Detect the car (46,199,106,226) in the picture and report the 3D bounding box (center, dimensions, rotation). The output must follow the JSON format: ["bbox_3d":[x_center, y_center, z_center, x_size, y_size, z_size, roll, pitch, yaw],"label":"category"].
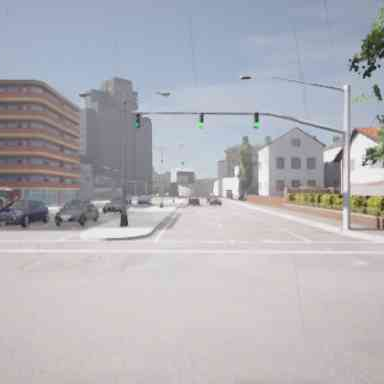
[{"bbox_3d":[-7.963,1.469,23.415,2.128,1.511,4.902,0,0,0],"label":"car"}]

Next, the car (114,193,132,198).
[{"bbox_3d":[-11.222,1.173,54.069,2.150,2.045,5.566,0,0,1],"label":"car"}]

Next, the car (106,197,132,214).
[{"bbox_3d":[-7.898,1.530,34.556,1.994,1.385,4.181,0,0,0],"label":"car"}]

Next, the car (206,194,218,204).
[{"bbox_3d":[3.864,1.292,64.413,2.097,1.767,4.553,0,0,0],"label":"car"}]

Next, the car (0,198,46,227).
[{"bbox_3d":[-11.469,1.331,22.469,2.097,1.767,4.553,0,0,0],"label":"car"}]

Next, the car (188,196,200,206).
[{"bbox_3d":[0.305,1.427,54.047,1.882,1.535,5.008,0,0,0],"label":"car"}]

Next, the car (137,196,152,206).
[{"bbox_3d":[-7.727,1.426,54.257,1.882,1.535,5.008,0,0,1],"label":"car"}]

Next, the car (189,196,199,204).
[{"bbox_3d":[0.364,1.540,64.494,1.895,1.301,4.718,0,0,0],"label":"car"}]

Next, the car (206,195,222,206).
[{"bbox_3d":[3.807,1.550,54.474,1.895,1.301,4.718,0,0,0],"label":"car"}]

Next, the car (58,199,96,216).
[{"bbox_3d":[-11.405,1.460,33.347,2.128,1.511,4.902,0,0,0],"label":"car"}]
